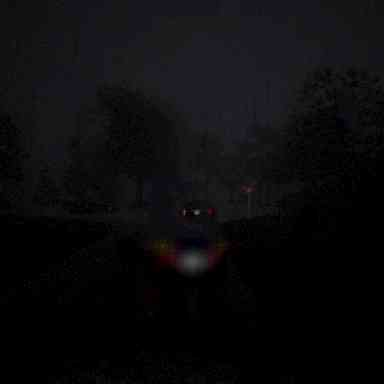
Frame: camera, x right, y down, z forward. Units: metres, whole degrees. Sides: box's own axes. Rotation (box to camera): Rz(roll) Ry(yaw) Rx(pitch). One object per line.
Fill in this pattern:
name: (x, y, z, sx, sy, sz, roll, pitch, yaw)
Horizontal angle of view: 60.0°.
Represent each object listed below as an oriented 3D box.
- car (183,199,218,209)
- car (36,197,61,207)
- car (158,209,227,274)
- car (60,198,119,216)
car: (0.564, 1.244, 21.741, 2.097, 1.767, 4.553, 0, 0, 7)
car: (-19.784, 1.362, 47.155, 1.895, 1.301, 4.718, 0, 0, 17)
car: (0.008, 1.474, 10.266, 1.812, 1.442, 4.674, 0, 0, 0)
car: (-9.157, 1.323, 30.611, 5.008, 1.535, 1.882, 0, 1, 17)
